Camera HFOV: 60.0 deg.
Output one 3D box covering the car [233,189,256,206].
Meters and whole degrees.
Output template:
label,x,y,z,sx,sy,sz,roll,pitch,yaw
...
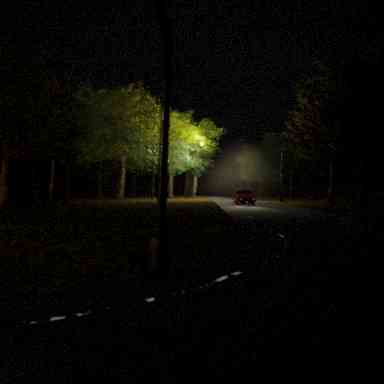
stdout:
label,x,y,z,sx,sy,sz,roll,pitch,yaw
car,6.239,0.674,40.025,2.150,2.045,5.566,2,2,1
